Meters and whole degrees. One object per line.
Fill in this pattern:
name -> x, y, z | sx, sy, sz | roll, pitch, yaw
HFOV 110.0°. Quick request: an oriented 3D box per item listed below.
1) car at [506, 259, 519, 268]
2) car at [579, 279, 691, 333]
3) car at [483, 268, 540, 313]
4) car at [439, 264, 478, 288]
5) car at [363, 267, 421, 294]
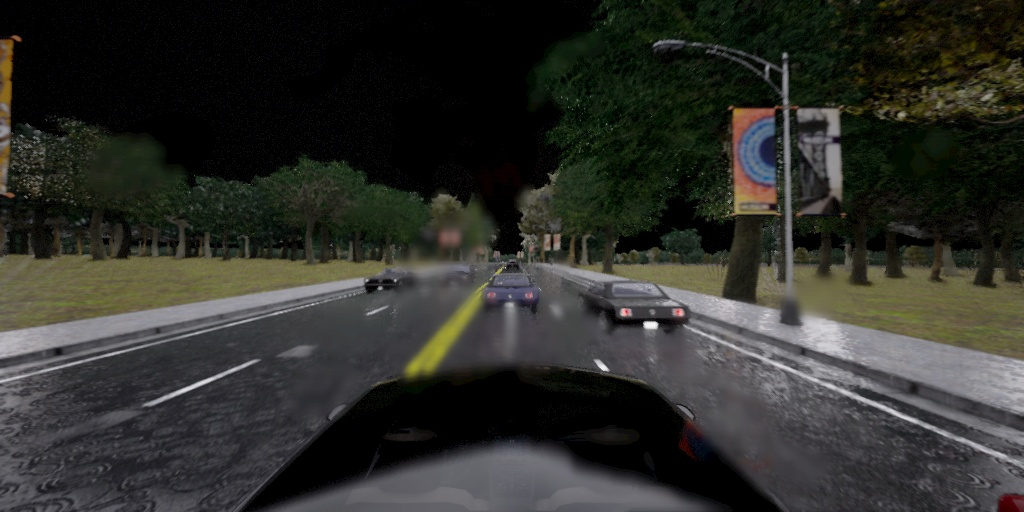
car -> 0.105, 1.220, 55.546 | 1.837, 1.490, 4.892 | 0, 0, 0
car -> 3.252, 1.340, 10.614 | 1.895, 1.301, 4.718 | 0, 0, 0
car -> -0.011, 1.331, 13.909 | 1.895, 1.301, 4.718 | 0, 0, 0
car -> -3.331, 1.255, 23.416 | 2.033, 1.411, 5.357 | 0, 0, 0
car -> -6.590, 1.315, 20.175 | 1.895, 1.301, 4.718 | 0, 0, 0
